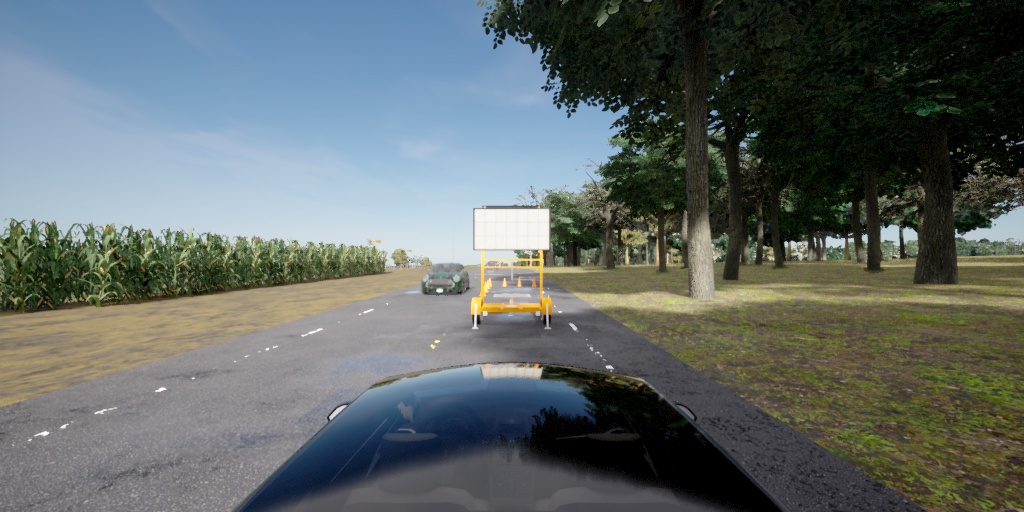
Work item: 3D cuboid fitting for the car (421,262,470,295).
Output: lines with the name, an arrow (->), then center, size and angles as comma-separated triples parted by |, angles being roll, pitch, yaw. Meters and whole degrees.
car -> -3.606, 1.145, 20.150 | 2.097, 1.767, 4.553 | 0, 0, 0

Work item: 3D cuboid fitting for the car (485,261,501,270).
car -> -3.586, 1.475, 63.566 | 2.097, 1.767, 4.553 | 0, -1, 0

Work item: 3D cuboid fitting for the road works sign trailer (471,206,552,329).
road works sign trailer -> -0.002, 0.230, 11.294 | 2.380, 3.560, 2.880 | 0, 0, 1
